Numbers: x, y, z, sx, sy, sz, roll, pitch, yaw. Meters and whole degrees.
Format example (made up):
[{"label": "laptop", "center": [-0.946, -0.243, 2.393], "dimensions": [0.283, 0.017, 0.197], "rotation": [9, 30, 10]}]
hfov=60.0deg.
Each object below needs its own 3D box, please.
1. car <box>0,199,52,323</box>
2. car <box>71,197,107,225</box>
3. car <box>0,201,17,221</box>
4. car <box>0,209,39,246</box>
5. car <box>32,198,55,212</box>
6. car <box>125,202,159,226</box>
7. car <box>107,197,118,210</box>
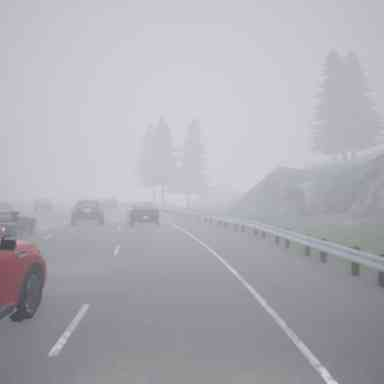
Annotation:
[{"label": "car", "center": [-3.758, 1.220, 4.062], "dimensions": [2.150, 2.045, 5.566], "rotation": [0, 0, -4]}, {"label": "car", "center": [-7.492, 1.292, 24.050], "dimensions": [2.097, 1.767, 4.553], "rotation": [0, 0, -16]}, {"label": "car", "center": [-16.146, 1.506, 27.963], "dimensions": [2.033, 1.411, 5.357], "rotation": [0, 0, -22]}, {"label": "car", "center": [-8.911, 1.576, 15.926], "dimensions": [1.895, 1.301, 4.718], "rotation": [0, 0, -12]}, {"label": "car", "center": [-17.443, 1.471, 38.840], "dimensions": [2.033, 1.411, 5.357], "rotation": [0, 0, -28]}, {"label": "car", "center": [-3.488, 1.407, 22.816], "dimensions": [1.882, 1.535, 5.008], "rotation": [0, 0, -15]}, {"label": "car", "center": [-10.263, 1.383, 40.007], "dimensions": [2.128, 1.511, 4.902], "rotation": [0, 0, -27]}]
